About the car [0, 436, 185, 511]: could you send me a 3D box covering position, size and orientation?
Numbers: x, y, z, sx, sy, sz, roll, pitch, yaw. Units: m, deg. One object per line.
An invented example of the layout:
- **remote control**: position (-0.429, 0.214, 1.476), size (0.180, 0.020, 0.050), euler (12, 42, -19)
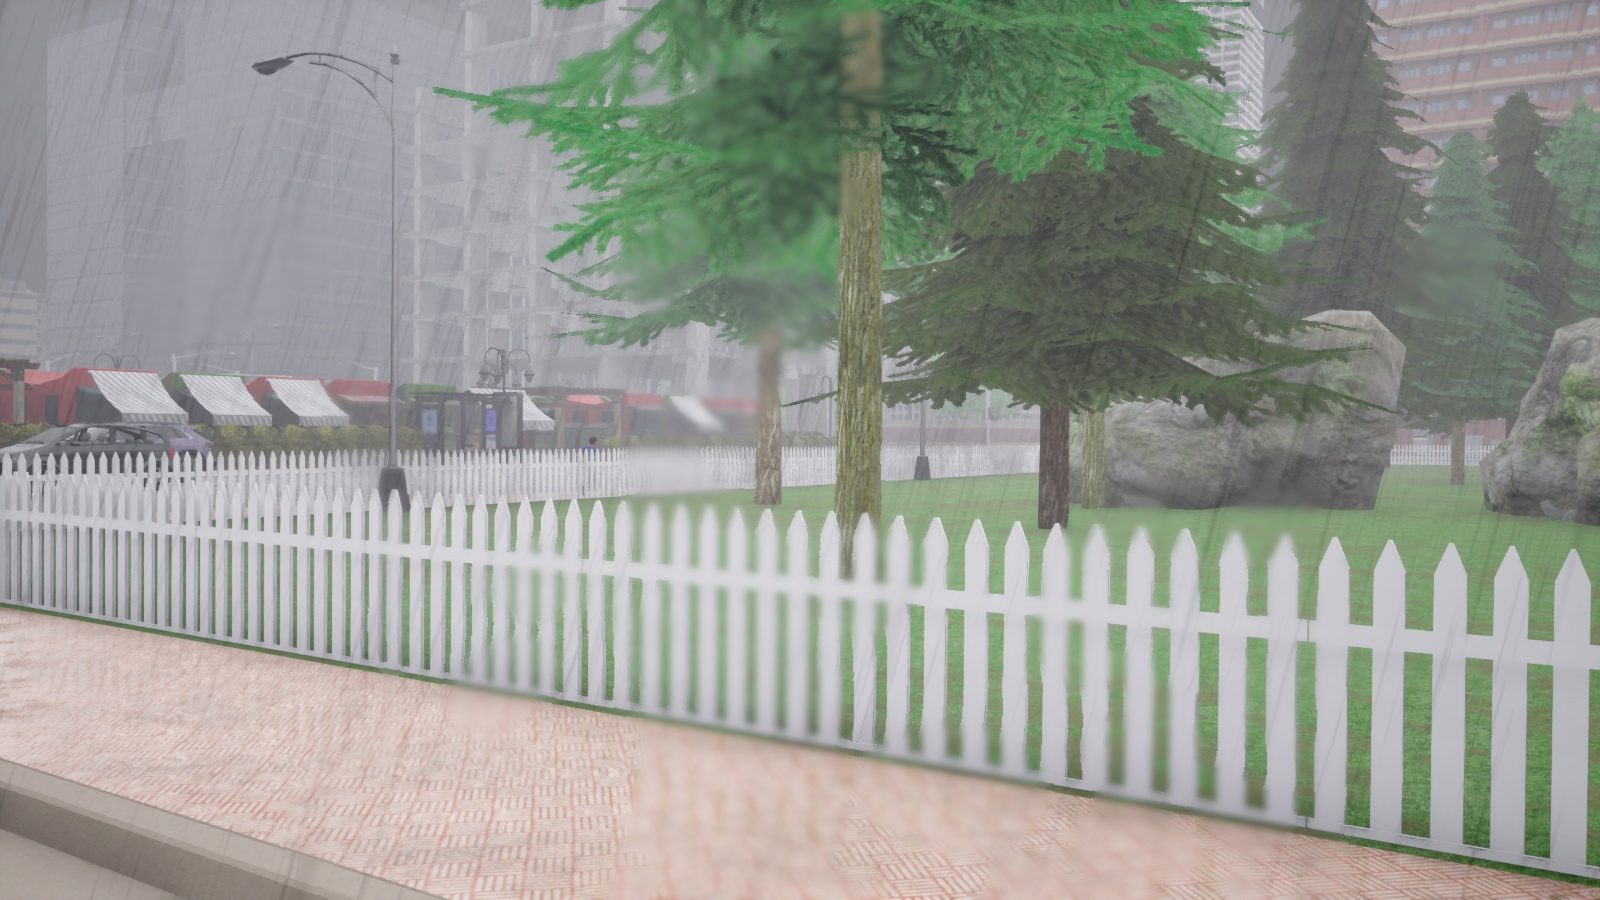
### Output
- **car**: position (-16.081, 0.471, 28.169), size (1.789, 1.549, 3.705), euler (0, 1, 32)

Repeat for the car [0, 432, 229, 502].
- **car**: position (-17.565, 0.378, 32.379), size (2.033, 1.649, 4.856), euler (0, 1, 32)

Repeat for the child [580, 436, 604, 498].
- **child**: position (-4.337, 0.352, 26.178), size (0.270, 1.263, 0.437), euler (0, 1, 32)
